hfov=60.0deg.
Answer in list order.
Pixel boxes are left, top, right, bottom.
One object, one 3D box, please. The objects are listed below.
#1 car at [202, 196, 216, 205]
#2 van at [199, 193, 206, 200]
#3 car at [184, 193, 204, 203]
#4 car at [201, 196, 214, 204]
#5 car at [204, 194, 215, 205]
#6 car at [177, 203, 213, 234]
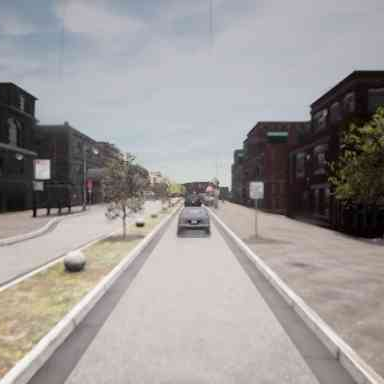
[{"bbox_3d":[3.011,1.549,60.008,2.231,1.521,4.892,0,0,0],"label":"car"},{"bbox_3d":[3.019,1.321,93.137,1.878,1.987,4.442,0,0,0],"label":"van"},{"bbox_3d":[0.110,1.280,42.762,2.150,2.045,5.566,0,0,0],"label":"car"},{"bbox_3d":[3.012,1.576,65.566,2.163,1.488,4.792,0,0,0],"label":"car"},{"bbox_3d":[3.010,1.548,54.361,2.231,1.521,4.892,0,0,0],"label":"car"},{"bbox_3d":[0.099,1.566,19.426,2.033,1.411,5.357,0,0,0],"label":"car"}]
